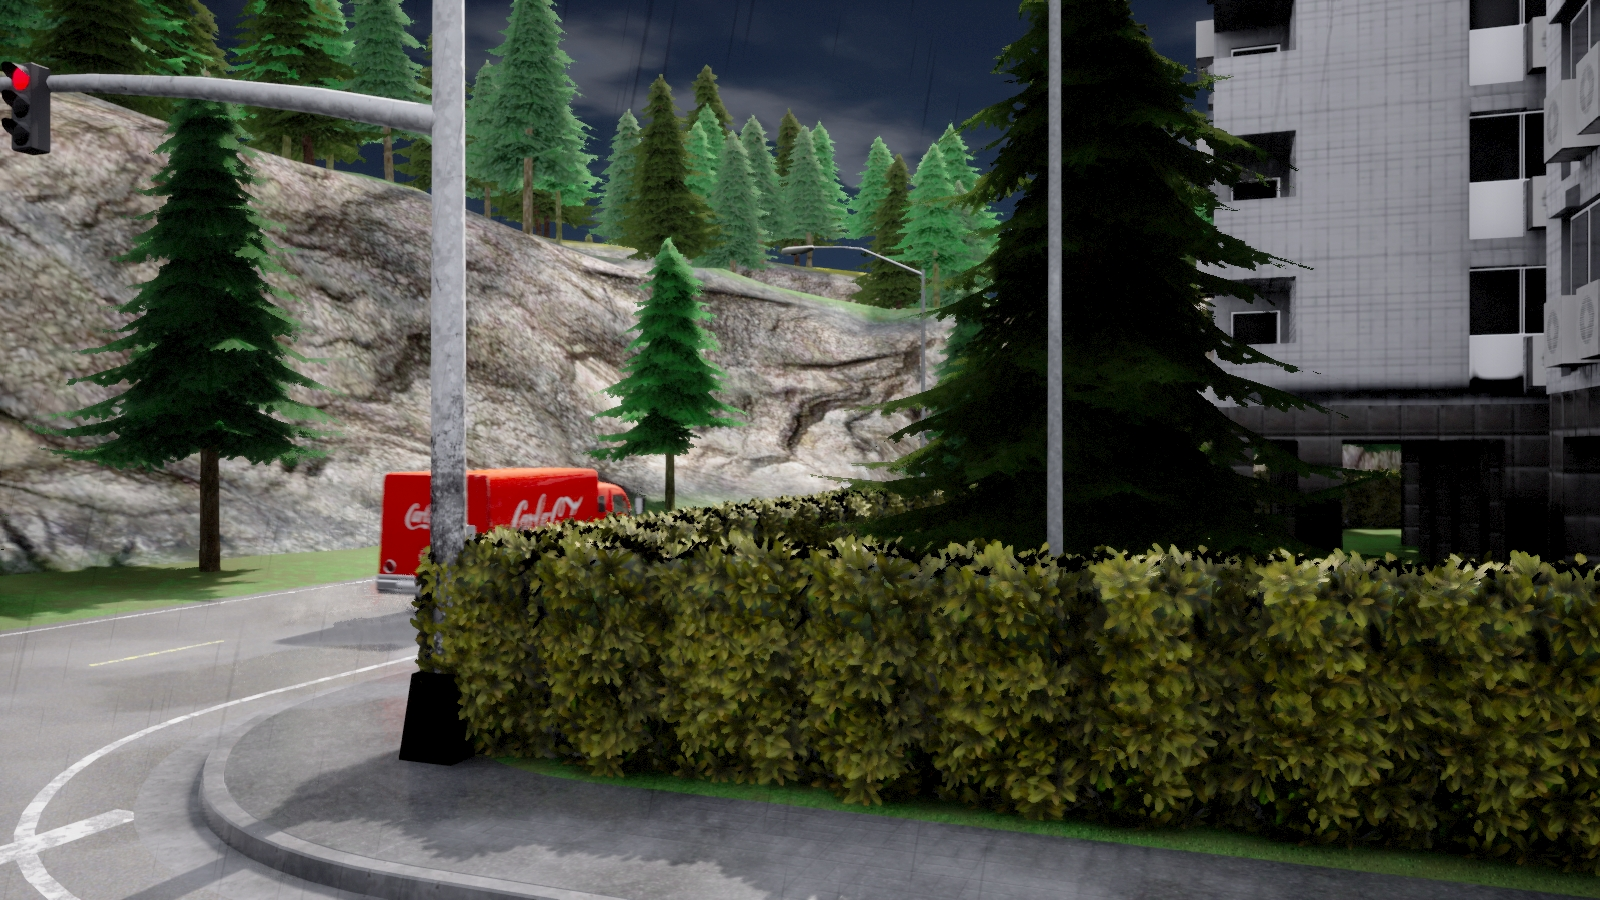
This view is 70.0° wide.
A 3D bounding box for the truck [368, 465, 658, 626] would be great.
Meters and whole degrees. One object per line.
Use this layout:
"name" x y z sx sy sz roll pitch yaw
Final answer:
"truck" -5.005 1.548 20.916 2.627 2.467 5.204 0 0 21
